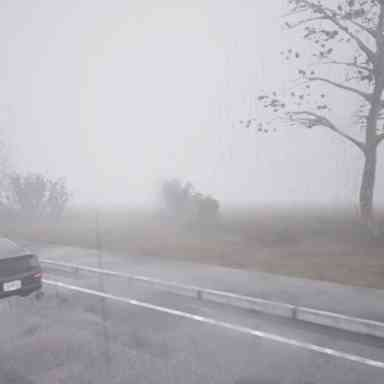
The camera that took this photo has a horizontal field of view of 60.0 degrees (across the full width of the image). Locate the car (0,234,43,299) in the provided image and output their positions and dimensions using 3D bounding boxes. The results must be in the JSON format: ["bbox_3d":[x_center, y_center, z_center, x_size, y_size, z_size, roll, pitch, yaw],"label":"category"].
[{"bbox_3d":[-5.174,1.521,7.231,4.674,1.442,1.812,0,0,32],"label":"car"}]
